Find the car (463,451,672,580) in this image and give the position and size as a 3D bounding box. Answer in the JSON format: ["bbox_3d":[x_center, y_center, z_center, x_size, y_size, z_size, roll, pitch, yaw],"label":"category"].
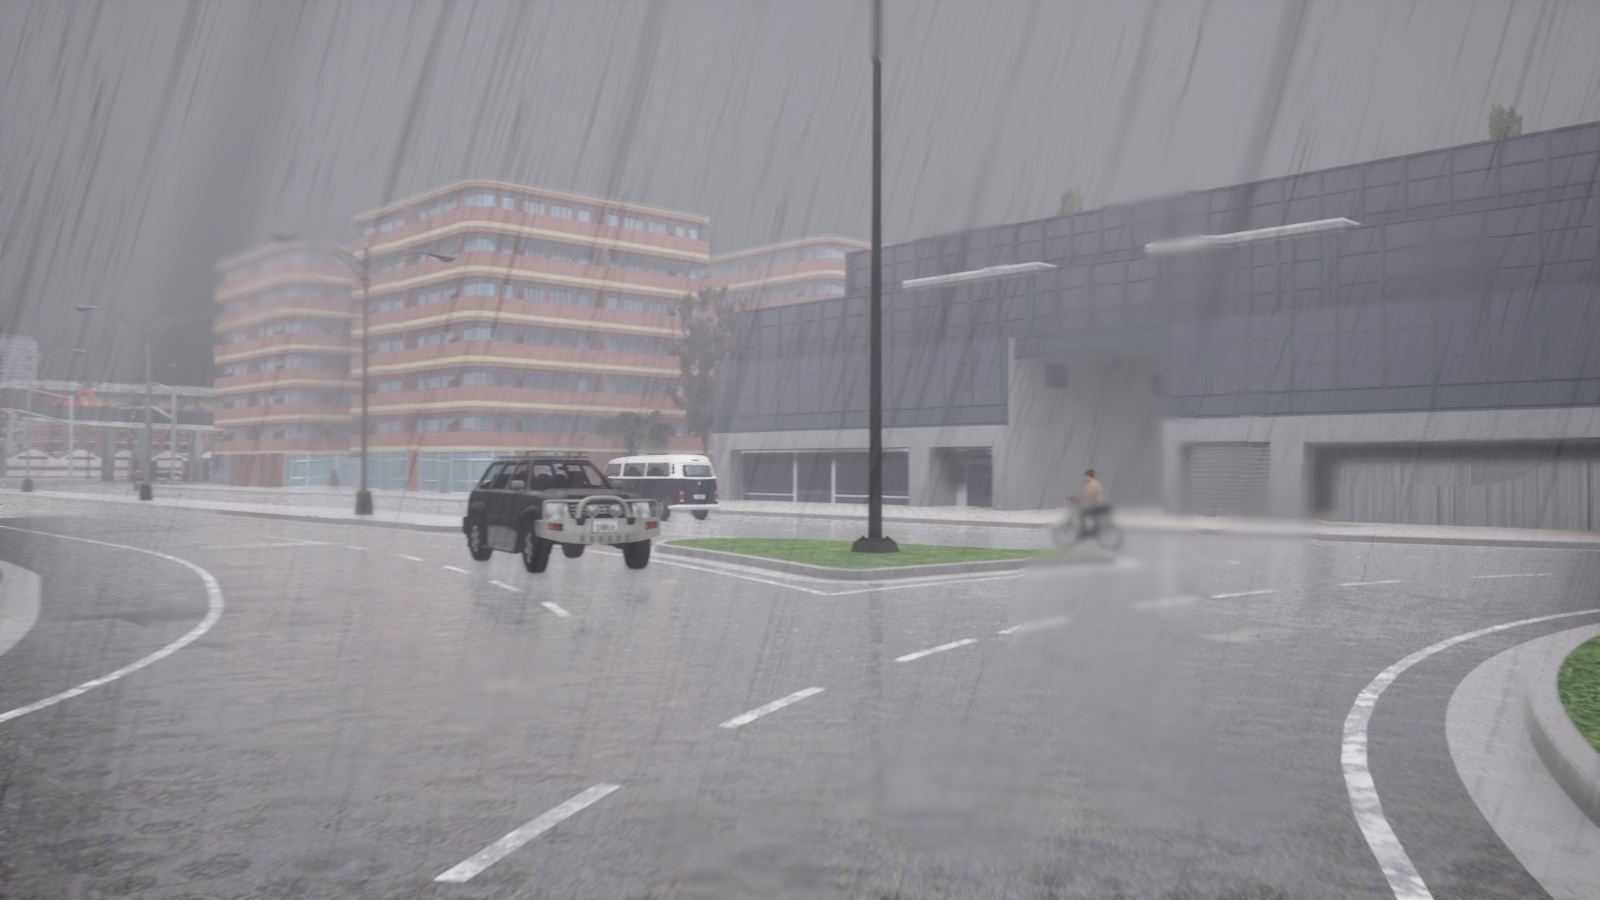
[{"bbox_3d":[-3.947,0.987,20.638,1.932,1.855,4.605,0,-1,-30],"label":"car"}]

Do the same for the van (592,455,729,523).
[{"bbox_3d":[-4.489,1.219,39.975,2.069,2.038,4.480,1,-1,-43],"label":"van"}]

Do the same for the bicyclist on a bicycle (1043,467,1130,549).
[{"bbox_3d":[5.811,1.164,25.485,1.509,1.612,0.866,-1,-1,37],"label":"bicyclist on a bicycle"}]
